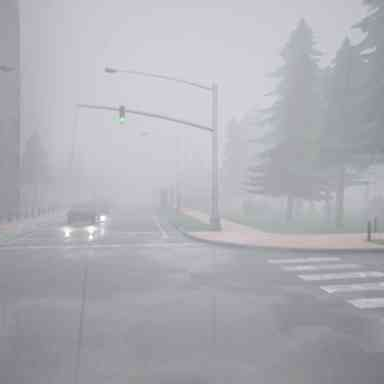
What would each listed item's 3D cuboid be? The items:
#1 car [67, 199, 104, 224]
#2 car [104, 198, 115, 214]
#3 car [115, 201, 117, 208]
[{"bbox_3d":[-8.082,1.492,25.182,1.882,1.535,5.008,0,0,-9],"label":"car"},{"bbox_3d":[-9.668,1.511,34.984,2.128,1.511,4.902,0,0,-9],"label":"car"},{"bbox_3d":[-11.254,1.572,45.014,2.033,1.411,5.357,0,0,-9],"label":"car"}]
